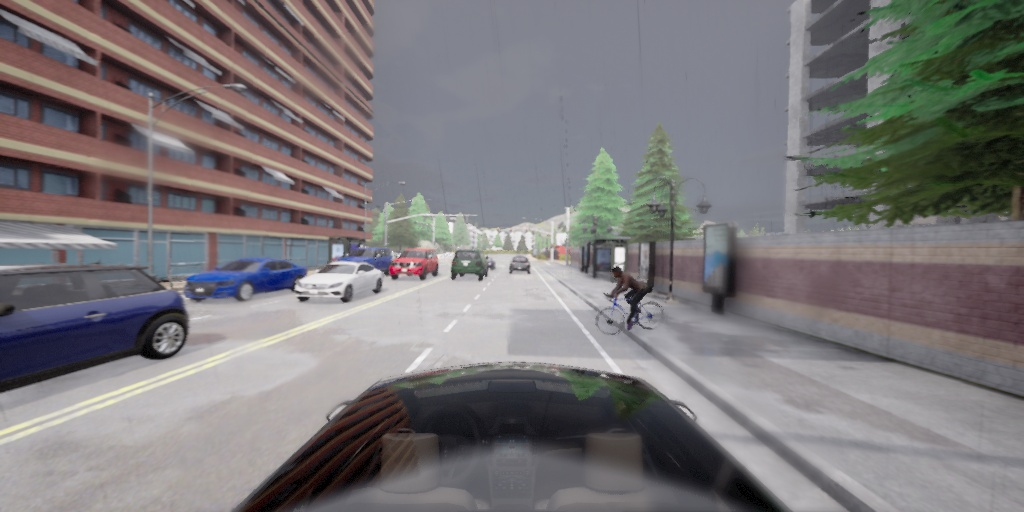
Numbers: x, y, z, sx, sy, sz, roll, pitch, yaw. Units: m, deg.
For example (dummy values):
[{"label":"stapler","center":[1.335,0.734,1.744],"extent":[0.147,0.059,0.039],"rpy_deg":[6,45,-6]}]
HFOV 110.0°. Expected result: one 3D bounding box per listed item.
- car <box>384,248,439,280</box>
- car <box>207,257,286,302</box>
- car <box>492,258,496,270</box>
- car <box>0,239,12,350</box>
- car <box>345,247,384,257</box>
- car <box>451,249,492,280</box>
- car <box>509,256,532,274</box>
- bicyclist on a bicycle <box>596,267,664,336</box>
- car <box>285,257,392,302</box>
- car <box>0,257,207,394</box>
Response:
[{"label":"car","center":[-6.616,0.494,25.045],"extent":[2.150,2.045,5.566],"rpy_deg":[1,1,2]},{"label":"car","center":[-10.353,0.835,14.458],"extent":[1.882,1.535,5.008],"rpy_deg":[1,1,1]},{"label":"car","center":[-2.706,0.763,37.543],"extent":[1.895,1.301,4.718],"rpy_deg":[1,1,1]},{"label":"car","center":[-10.567,0.731,3.998],"extent":[2.150,2.045,5.566],"rpy_deg":[1,1,1]},{"label":"car","center":[-10.110,0.424,25.133],"extent":[2.150,2.045,5.566],"rpy_deg":[1,1,2]},{"label":"car","center":[-2.918,0.561,25.521],"extent":[2.150,2.045,5.566],"rpy_deg":[1,1,1]},{"label":"car","center":[0.721,0.794,32.618],"extent":[2.128,1.511,4.902],"rpy_deg":[1,1,1]},{"label":"bicyclist on a bicycle","center":[2.769,1.055,8.602],"extent":[1.656,1.620,0.582],"rpy_deg":[-8,1,1]},{"label":"car","center":[-6.838,0.947,14.788],"extent":[1.812,1.442,4.674],"rpy_deg":[1,1,1]},{"label":"car","center":[-7.054,0.919,4.693],"extent":[2.097,1.767,4.553],"rpy_deg":[1,1,1]}]
